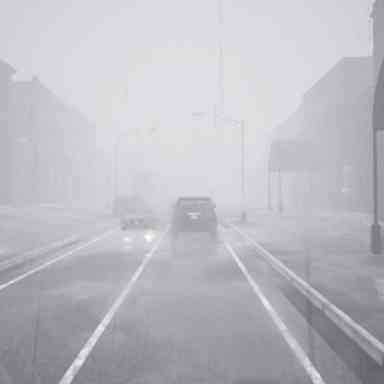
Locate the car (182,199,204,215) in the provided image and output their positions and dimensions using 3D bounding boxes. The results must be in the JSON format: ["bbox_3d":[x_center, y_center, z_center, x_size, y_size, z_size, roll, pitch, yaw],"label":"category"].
[{"bbox_3d":[0.101,1.541,35.797,2.128,1.511,4.902,0,0,0],"label":"car"}]

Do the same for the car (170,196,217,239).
[{"bbox_3d":[0.101,1.222,17.433,2.150,2.045,5.566,0,0,0],"label":"car"}]

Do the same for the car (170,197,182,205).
[{"bbox_3d":[-3.024,1.742,62.225,1.994,1.385,4.181,0,0,1],"label":"car"}]

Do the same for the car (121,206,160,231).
[{"bbox_3d":[-3.098,1.569,20.588,1.994,1.385,4.181,0,0,0],"label":"car"}]
